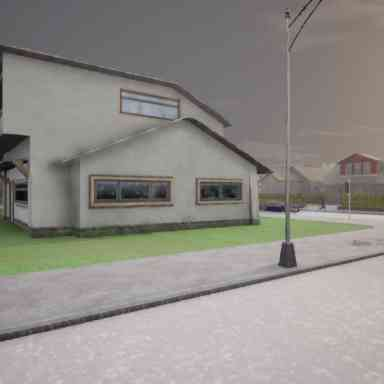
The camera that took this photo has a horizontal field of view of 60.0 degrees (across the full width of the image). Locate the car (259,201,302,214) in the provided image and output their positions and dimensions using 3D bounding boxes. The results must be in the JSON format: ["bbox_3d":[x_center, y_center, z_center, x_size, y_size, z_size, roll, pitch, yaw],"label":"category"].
[{"bbox_3d":[9.166,1.601,35.067,1.895,1.301,4.718,0,0,-35],"label":"car"}]

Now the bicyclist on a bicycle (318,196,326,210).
[{"bbox_3d":[15.762,1.349,40.277,1.656,1.620,0.582,0,0,-35],"label":"bicyclist on a bicycle"}]
